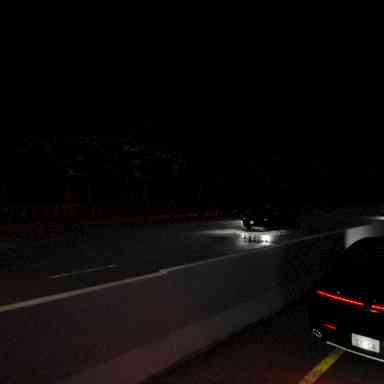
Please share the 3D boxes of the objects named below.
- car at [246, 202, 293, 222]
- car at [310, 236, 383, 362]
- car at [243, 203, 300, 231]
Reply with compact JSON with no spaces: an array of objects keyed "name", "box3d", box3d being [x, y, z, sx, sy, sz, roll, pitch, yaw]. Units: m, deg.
[{"name":"car","box3d":[6.467,1.598,27.431,1.994,1.385,4.181,0,0,43]},{"name":"car","box3d":[3.678,1.514,5.646,1.837,1.490,4.892,0,0,43]},{"name":"car","box3d":[5.089,1.532,20.856,1.837,1.490,4.892,0,-1,43]}]
